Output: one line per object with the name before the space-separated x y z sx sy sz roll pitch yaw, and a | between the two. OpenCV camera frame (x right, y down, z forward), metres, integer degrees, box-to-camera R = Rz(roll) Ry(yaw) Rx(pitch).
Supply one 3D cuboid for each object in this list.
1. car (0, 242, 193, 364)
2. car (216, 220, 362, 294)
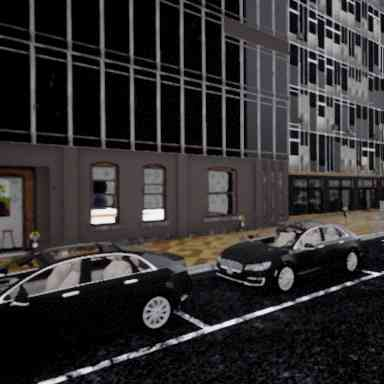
car | -2.031 1.530 5.104 4.403 1.369 2.008 -1 1 -35
car | 2.589 1.433 8.399 4.403 1.369 2.008 -1 1 -35
